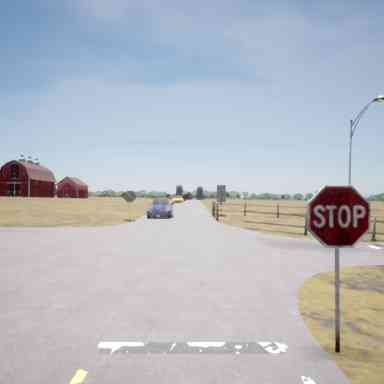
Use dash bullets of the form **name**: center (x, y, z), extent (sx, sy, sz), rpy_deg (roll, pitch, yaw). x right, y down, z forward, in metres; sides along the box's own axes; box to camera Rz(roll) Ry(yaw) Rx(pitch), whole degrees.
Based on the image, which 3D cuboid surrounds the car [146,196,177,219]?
- **car**: center (-2.697, 1.353, 29.020), extent (2.097, 1.767, 4.553), rpy_deg (0, 0, 0)

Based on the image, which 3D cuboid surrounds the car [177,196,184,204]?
- **car**: center (-2.632, 1.507, 64.460), extent (1.882, 1.535, 5.008), rpy_deg (0, 0, 0)
